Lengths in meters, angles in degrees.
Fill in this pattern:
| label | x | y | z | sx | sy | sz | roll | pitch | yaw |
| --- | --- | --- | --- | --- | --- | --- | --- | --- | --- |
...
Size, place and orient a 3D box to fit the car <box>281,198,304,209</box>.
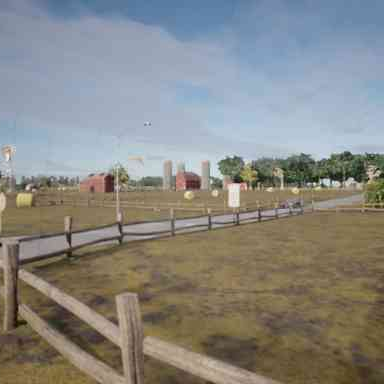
| label | x | y | z | sx | sy | sz | roll | pitch | yaw |
| --- | --- | --- | --- | --- | --- | --- | --- | --- | --- |
| car | 14.930 | 1.670 | 49.206 | 2.033 | 1.411 | 5.357 | -1 | 0 | 36 |
